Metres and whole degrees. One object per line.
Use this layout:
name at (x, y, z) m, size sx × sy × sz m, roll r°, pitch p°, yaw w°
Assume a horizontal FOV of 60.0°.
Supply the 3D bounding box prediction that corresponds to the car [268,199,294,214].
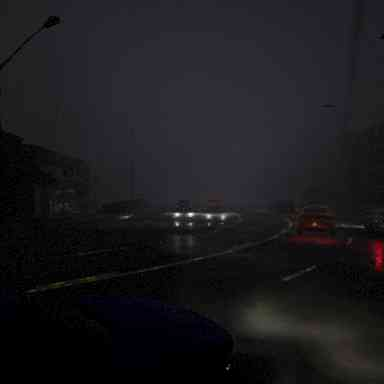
car at (9.647, 1.485, 35.904) m, size 1.882 × 1.535 × 5.008 m, roll 0°, pitch 0°, yaw -1°

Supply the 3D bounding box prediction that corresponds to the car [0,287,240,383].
car at (-1.851, 1.477, 2.420) m, size 5.008 × 1.535 × 1.882 m, roll 0°, pitch 0°, yaw -36°

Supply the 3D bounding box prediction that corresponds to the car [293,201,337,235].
car at (7.153, 1.485, 19.042) m, size 1.882 × 1.535 × 5.008 m, roll 0°, pitch 0°, yaw 23°

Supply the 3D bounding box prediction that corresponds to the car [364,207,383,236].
car at (10.376, 1.533, 17.677) m, size 1.812 × 1.442 × 4.674 m, roll 0°, pitch 0°, yaw 23°

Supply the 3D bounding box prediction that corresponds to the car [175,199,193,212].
car at (-0.914, 1.560, 38.839) m, size 1.812 × 1.442 × 4.674 m, roll 0°, pitch 0°, yaw -1°

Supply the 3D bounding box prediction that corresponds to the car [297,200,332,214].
car at (13.146, 1.617, 36.005) m, size 1.895 × 1.301 × 4.718 m, roll 0°, pitch 0°, yaw -1°

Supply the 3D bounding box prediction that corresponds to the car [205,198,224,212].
car at (2.585, 1.512, 38.910) m, size 1.882 × 1.535 × 5.008 m, roll 0°, pitch 0°, yaw -1°
